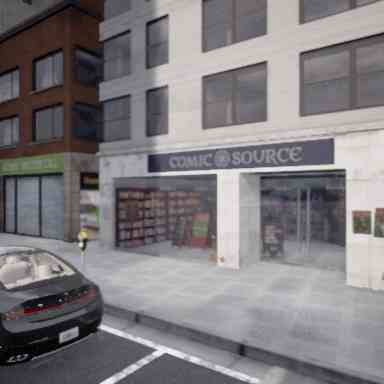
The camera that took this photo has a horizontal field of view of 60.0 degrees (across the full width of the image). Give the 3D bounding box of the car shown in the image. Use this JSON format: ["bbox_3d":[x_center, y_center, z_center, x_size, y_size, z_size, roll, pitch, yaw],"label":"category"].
[{"bbox_3d":[-3.321,1.562,5.451,4.403,1.369,2.008,0,0,36],"label":"car"}]
